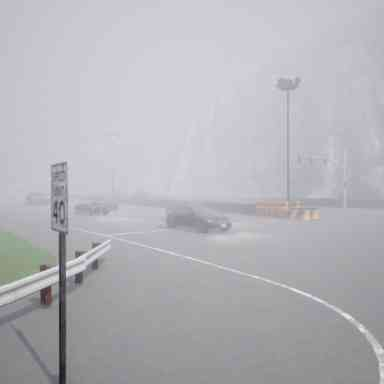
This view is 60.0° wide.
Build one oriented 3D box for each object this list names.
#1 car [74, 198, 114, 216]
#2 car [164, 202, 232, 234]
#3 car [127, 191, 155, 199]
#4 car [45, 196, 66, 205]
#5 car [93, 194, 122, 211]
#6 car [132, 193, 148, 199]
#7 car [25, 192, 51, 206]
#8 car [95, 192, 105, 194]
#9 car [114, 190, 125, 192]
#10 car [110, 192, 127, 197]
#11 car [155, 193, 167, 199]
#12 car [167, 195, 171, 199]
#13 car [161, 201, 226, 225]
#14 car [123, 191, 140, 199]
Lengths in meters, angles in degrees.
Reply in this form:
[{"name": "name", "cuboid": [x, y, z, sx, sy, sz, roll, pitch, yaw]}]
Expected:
[{"name": "car", "cuboid": [-9.562, 1.521, 31.717, 1.895, 1.301, 4.718, 0, 0, -38]}, {"name": "car", "cuboid": [0.230, 1.495, 19.350, 1.812, 1.442, 4.674, 0, 0, -38]}, {"name": "car", "cuboid": [-10.358, 0.830, 67.151, 2.150, 2.045, 5.566, 0, 1, -38]}, {"name": "car", "cuboid": [-21.838, 1.306, 53.143, 1.895, 1.301, 4.718, 0, 1, -38]}, {"name": "car", "cuboid": [-10.159, 1.366, 38.146, 1.882, 1.535, 5.008, 0, 0, -38]}, {"name": "car", "cuboid": [-12.687, 0.901, 81.340, 1.812, 1.442, 4.674, 0, 1, -38]}, {"name": "car", "cuboid": [-22.839, 0.969, 48.717, 2.150, 2.045, 5.566, 0, 1, -38]}, {"name": "car", "cuboid": [-20.870, 0.757, 74.765, 2.097, 1.767, 4.553, 0, 1, -38]}, {"name": "car", "cuboid": [-16.843, 0.660, 75.288, 2.150, 2.045, 5.566, 0, 1, -38]}, {"name": "car", "cuboid": [-14.527, 1.182, 66.803, 1.895, 1.301, 4.718, 0, 1, -38]}, {"name": "car", "cuboid": [-7.898, 0.950, 69.524, 2.097, 1.767, 4.553, 0, 1, -38]}, {"name": "car", "cuboid": [-6.701, 1.147, 73.693, 1.895, 1.301, 4.718, 0, 1, -38]}, {"name": "car", "cuboid": [-0.051, 1.505, 25.337, 2.033, 1.411, 5.357, 0, 0, -38]}, {"name": "car", "cuboid": [-14.058, 0.740, 77.407, 2.097, 1.767, 4.553, 0, 1, -38]}]
